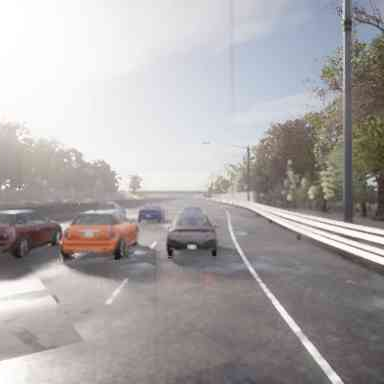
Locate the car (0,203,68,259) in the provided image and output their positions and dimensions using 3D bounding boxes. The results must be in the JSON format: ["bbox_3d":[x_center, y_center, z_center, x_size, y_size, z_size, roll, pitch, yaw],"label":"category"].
[{"bbox_3d":[-6.977,1.492,13.415,2.097,1.767,4.553,0,-1,1],"label":"car"}]

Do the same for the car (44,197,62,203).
[{"bbox_3d":[-28.001,1.985,67.369,2.150,2.045,5.566,0,-1,0],"label":"car"}]

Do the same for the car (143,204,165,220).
[{"bbox_3d":[-3.469,1.790,29.247,1.882,1.535,5.008,0,0,1],"label":"car"}]

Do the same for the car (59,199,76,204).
[{"bbox_3d":[-24.501,2.354,67.364,1.895,1.301,4.718,0,-1,0],"label":"car"}]

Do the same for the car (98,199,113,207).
[{"bbox_3d":[-17.501,2.259,67.395,1.837,1.490,4.892,0,-1,0],"label":"car"}]

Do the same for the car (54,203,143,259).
[{"bbox_3d":[-3.476,1.492,13.416,2.097,1.767,4.553,0,-1,0],"label":"car"}]

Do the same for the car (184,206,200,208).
[{"bbox_3d":[0.009,1.842,27.527,2.033,1.411,5.357,0,-1,0],"label":"car"}]

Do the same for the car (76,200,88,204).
[{"bbox_3d":[-21.001,2.284,67.395,2.128,1.511,4.902,0,-1,0],"label":"car"}]

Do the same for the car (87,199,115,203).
[{"bbox_3d":[-6.978,1.655,28.414,2.097,1.767,4.553,0,-1,1],"label":"car"}]

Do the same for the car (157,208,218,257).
[{"bbox_3d":[0.023,1.635,13.500,2.128,1.511,4.902,0,0,1],"label":"car"}]
